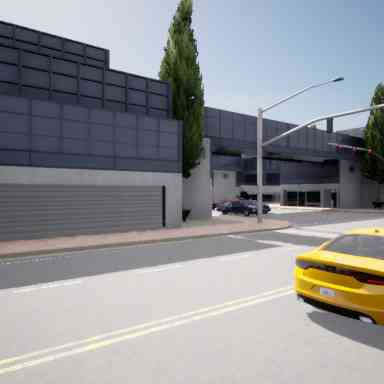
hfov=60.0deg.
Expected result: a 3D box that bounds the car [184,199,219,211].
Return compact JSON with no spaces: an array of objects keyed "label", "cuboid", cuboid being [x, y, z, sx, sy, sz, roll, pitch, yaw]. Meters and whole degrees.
[{"label":"car","cuboid":[1.133,1.601,42.586,1.895,1.301,4.718,0,0,-37]}]

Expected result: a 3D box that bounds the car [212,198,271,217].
[{"label":"car","cuboid":[4.640,1.547,32.067,2.033,1.411,5.357,0,0,-37]}]

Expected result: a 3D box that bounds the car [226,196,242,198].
[{"label":"car","cuboid":[5.673,1.352,48.510,2.097,1.767,4.553,0,0,-37]}]

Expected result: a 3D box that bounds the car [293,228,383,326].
[{"label":"car","cuboid":[4.206,1.478,6.843,5.008,1.535,1.882,0,0,-36]}]
